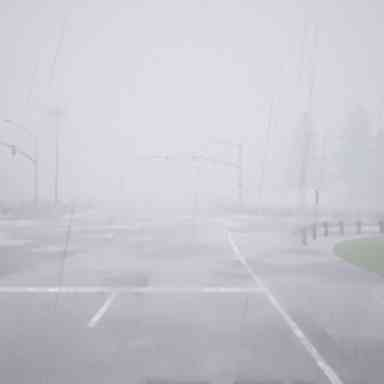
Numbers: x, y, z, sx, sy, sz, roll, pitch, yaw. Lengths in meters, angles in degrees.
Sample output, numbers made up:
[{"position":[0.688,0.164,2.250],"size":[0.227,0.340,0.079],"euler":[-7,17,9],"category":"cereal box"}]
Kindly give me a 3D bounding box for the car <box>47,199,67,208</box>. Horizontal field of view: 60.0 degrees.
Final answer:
[{"position":[-24.578,2.086,60.790],"size":[1.994,1.385,4.181],"euler":[0,0,0],"category":"car"}]

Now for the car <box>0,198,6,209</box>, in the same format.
[{"position":[-31.609,1.804,52.334],"size":[2.097,1.767,4.553],"euler":[0,0,0],"category":"car"}]

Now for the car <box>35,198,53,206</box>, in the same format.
[{"position":[-31.703,2.087,71.256],"size":[1.882,1.535,5.008],"euler":[0,0,-3],"category":"car"}]

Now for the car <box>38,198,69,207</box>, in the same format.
[{"position":[-21.131,1.944,50.877],"size":[1.837,1.490,4.892],"euler":[0,0,0],"category":"car"}]

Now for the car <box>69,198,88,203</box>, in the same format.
[{"position":[-21.098,1.867,60.018],"size":[2.097,1.767,4.553],"euler":[0,0,0],"category":"car"}]

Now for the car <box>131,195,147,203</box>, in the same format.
[{"position":[-15.003,2.268,93.595],"size":[1.882,1.535,5.008],"euler":[0,-1,-22],"category":"car"}]

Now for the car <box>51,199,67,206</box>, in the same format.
[{"position":[-28.129,2.155,70.412],"size":[1.994,1.385,4.181],"euler":[0,0,-3],"category":"car"}]

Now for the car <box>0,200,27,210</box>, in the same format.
[{"position":[-28.101,2.018,52.603],"size":[1.994,1.385,4.181],"euler":[0,0,2],"category":"car"}]

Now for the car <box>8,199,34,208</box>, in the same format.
[{"position":[-31.554,2.070,61.701],"size":[2.033,1.411,5.357],"euler":[0,0,0],"category":"car"}]

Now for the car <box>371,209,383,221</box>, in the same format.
[{"position":[17.388,1.734,27.254],"size":[4.902,1.511,2.128],"euler":[0,0,8],"category":"car"}]

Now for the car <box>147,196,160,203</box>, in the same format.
[{"position":[-11.682,2.024,94.697],"size":[2.150,2.045,5.566],"euler":[0,-1,-22],"category":"car"}]

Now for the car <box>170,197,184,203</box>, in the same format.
[{"position":[-3.846,2.146,93.122],"size":[2.097,1.767,4.553],"euler":[0,-1,-18],"category":"car"}]

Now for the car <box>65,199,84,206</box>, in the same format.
[{"position":[-24.622,2.136,69.758],"size":[2.033,1.411,5.357],"euler":[0,0,0],"category":"car"}]

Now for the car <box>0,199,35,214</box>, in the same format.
[{"position":[-21.133,1.881,40.719],"size":[1.812,1.442,4.674],"euler":[0,0,0],"category":"car"}]

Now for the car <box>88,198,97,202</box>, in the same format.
[{"position":[-21.114,2.070,69.240],"size":[1.882,1.535,5.008],"euler":[0,0,0],"category":"car"}]

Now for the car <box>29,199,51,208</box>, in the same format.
[{"position":[-28.055,2.033,61.514],"size":[1.837,1.490,4.892],"euler":[0,0,0],"category":"car"}]
